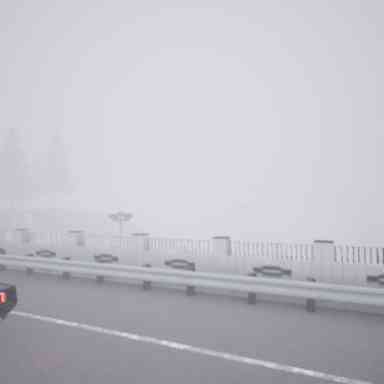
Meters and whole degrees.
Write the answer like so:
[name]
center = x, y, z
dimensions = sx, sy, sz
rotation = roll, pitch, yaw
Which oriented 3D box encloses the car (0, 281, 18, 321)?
[car]
center = -5.319, 1.711, 5.571
dimensions = 4.718, 1.301, 1.895
rotation = -1, -1, 25
